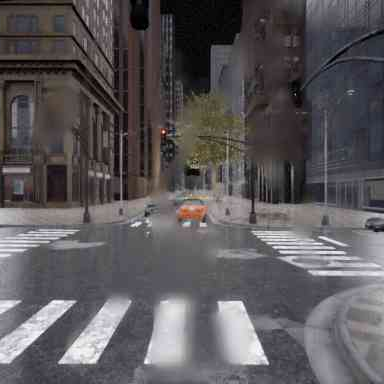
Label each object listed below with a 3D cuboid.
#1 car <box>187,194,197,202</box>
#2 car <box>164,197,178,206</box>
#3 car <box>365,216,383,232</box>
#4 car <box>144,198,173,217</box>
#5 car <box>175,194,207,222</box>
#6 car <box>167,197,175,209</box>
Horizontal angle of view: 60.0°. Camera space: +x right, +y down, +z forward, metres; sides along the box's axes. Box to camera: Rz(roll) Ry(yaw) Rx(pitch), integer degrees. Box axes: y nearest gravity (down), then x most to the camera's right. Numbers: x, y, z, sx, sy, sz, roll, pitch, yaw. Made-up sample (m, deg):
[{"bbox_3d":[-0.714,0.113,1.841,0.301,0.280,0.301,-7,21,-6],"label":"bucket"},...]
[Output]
[{"bbox_3d":[0.032,1.125,65.037,1.882,1.535,5.008,0,1,0],"label":"car"},{"bbox_3d":[-3.143,1.386,50.326,1.895,1.301,4.718,0,0,0],"label":"car"},{"bbox_3d":[11.910,1.632,18.363,4.403,1.369,2.008,0,0,0],"label":"car"},{"bbox_3d":[-3.128,1.490,30.310,1.994,1.385,4.181,0,0,0],"label":"car"},{"bbox_3d":[0.067,1.301,26.278,2.097,1.767,4.553,0,0,2],"label":"car"},{"bbox_3d":[-3.136,1.469,39.102,1.895,1.301,4.718,0,0,0],"label":"car"}]
